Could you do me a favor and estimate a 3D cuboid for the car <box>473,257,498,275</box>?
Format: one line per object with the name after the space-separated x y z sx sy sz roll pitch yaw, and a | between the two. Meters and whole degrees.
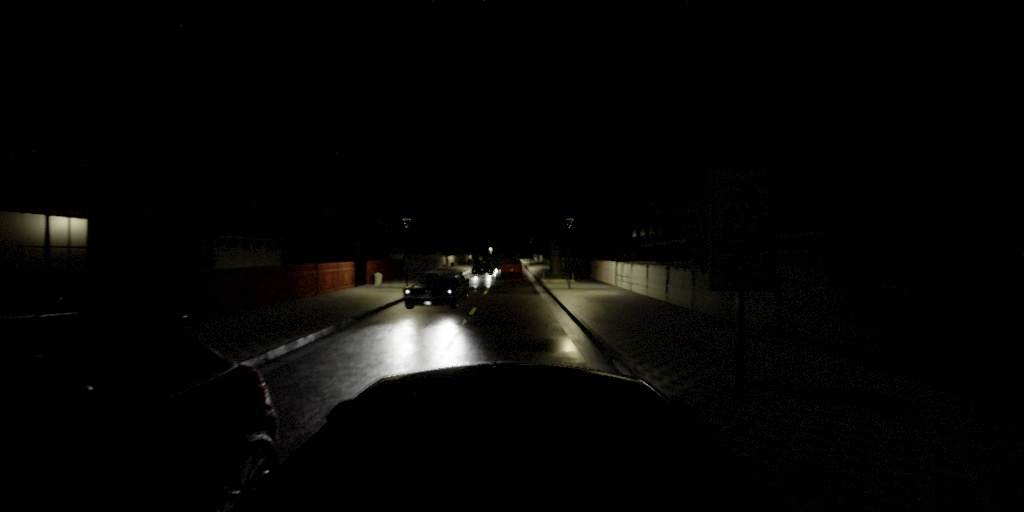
-2.764 1.071 35.207 1.994 1.385 4.181 0 0 0 | car

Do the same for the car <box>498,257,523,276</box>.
0.007 1.008 32.733 1.882 1.535 5.008 0 0 0 | car

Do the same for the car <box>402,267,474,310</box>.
-2.848 1.277 14.392 1.895 1.301 4.718 0 0 0 | car

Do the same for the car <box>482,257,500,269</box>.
-2.749 0.884 48.713 2.128 1.511 4.902 0 1 0 | car

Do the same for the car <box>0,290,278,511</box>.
-2.845 1.105 0.835 2.097 1.767 4.553 0 0 0 | car
